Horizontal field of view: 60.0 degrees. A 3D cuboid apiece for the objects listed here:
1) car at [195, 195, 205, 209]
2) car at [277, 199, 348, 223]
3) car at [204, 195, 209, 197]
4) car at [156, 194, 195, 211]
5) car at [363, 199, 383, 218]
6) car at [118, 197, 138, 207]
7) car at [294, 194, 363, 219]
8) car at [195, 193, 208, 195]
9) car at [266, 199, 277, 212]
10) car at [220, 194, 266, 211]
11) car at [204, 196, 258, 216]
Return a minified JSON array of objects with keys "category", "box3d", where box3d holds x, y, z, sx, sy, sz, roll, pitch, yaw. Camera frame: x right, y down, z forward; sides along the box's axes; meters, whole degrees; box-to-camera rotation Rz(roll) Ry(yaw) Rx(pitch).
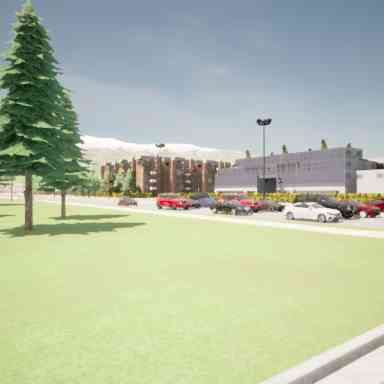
[{"category":"car","box3d":[-0.973,1.558,45.911,2.033,1.411,5.357,0,0,-36]},{"category":"car","box3d":[9.276,1.535,25.978,1.812,1.442,4.674,0,0,-35]},{"category":"car","box3d":[2.252,1.559,47.429,2.033,1.411,5.357,0,0,-36]},{"category":"car","box3d":[-2.497,1.230,42.058,2.150,2.045,5.566,0,0,-36]},{"category":"car","box3d":[14.561,1.490,30.570,1.882,1.535,5.008,0,0,-36]},{"category":"car","box3d":[-10.272,1.534,52.916,1.812,1.442,4.674,0,0,-35]},{"category":"car","box3d":[11.372,1.232,29.001,2.150,2.045,5.566,0,0,-36]},{"category":"car","box3d":[1.101,1.236,62.995,2.150,2.045,5.566,0,0,-36]},{"category":"car","box3d":[8.474,1.559,38.886,2.033,1.411,5.357,0,0,-36]},{"category":"car","box3d":[5.213,1.232,37.422,2.150,2.045,5.566,0,0,-36]},{"category":"car","box3d":[3.789,1.501,33.438,2.128,1.511,4.902,0,0,-36]}]
